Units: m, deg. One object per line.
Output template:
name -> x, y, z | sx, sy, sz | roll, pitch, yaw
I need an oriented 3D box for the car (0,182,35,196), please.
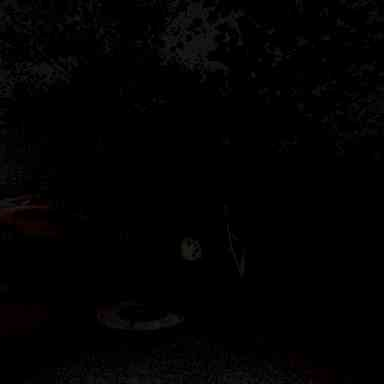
car -> -27.378, -0.411, 51.069 | 5.566, 2.045, 2.435 | 1, 1, -30

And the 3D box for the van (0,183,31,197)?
van -> -26.079, -0.302, 48.623 | 4.442, 1.987, 1.878 | 1, 1, -30

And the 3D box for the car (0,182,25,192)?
car -> -38.451, -1.097, 70.399 | 5.566, 2.045, 2.435 | 1, 1, -30

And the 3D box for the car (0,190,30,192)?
car -> -12.391, 0.905, 24.580 | 5.366, 1.575, 1.946 | 1, 2, -30

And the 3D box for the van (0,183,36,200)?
van -> -21.935, -0.043, 41.406 | 4.442, 1.987, 1.878 | 1, 1, -30

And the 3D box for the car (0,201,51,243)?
car -> -6.794, 1.343, 15.169 | 5.008, 1.535, 2.097 | 1, 2, -30

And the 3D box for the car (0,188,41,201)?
car -> -20.456, 0.305, 39.093 | 4.792, 1.488, 2.163 | 1, 1, -30

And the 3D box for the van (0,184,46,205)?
van -> -17.685, 0.248, 34.439 | 4.442, 1.987, 1.878 | 1, 2, -30

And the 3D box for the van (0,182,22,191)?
van -> -41.017, -1.236, 75.168 | 4.442, 1.987, 1.878 | 1, 1, -30

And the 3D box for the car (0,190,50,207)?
car -> -16.382, 0.612, 31.864 | 4.792, 1.488, 2.163 | 1, 2, -30

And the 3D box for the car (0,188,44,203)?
car -> -19.146, 0.398, 36.804 | 4.792, 1.488, 2.163 | 1, 2, -30

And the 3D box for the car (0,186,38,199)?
car -> -23.227, 0.096, 43.884 | 5.008, 1.535, 2.097 | 1, 1, -30

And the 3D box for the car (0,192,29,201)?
car -> -8.134, 1.109, 17.587 | 4.553, 1.767, 2.185 | 1, 2, -30

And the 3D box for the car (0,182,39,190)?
car -> -14.948, 0.442, 29.483 | 5.566, 2.045, 2.435 | 1, 2, -30

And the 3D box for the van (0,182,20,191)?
van -> -42.661, -1.329, 77.570 | 4.442, 1.987, 1.878 | 1, 1, -30

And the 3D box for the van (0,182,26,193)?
van -> -34.197, -0.814, 63.264 | 4.442, 1.987, 1.878 | 1, 1, -30

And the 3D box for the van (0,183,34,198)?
van -> -24.501, -0.213, 46.337 | 4.442, 1.987, 1.878 | 1, 1, -30

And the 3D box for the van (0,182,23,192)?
van -> -39.703, -1.155, 72.874 | 4.442, 1.987, 1.878 | 1, 1, -30
